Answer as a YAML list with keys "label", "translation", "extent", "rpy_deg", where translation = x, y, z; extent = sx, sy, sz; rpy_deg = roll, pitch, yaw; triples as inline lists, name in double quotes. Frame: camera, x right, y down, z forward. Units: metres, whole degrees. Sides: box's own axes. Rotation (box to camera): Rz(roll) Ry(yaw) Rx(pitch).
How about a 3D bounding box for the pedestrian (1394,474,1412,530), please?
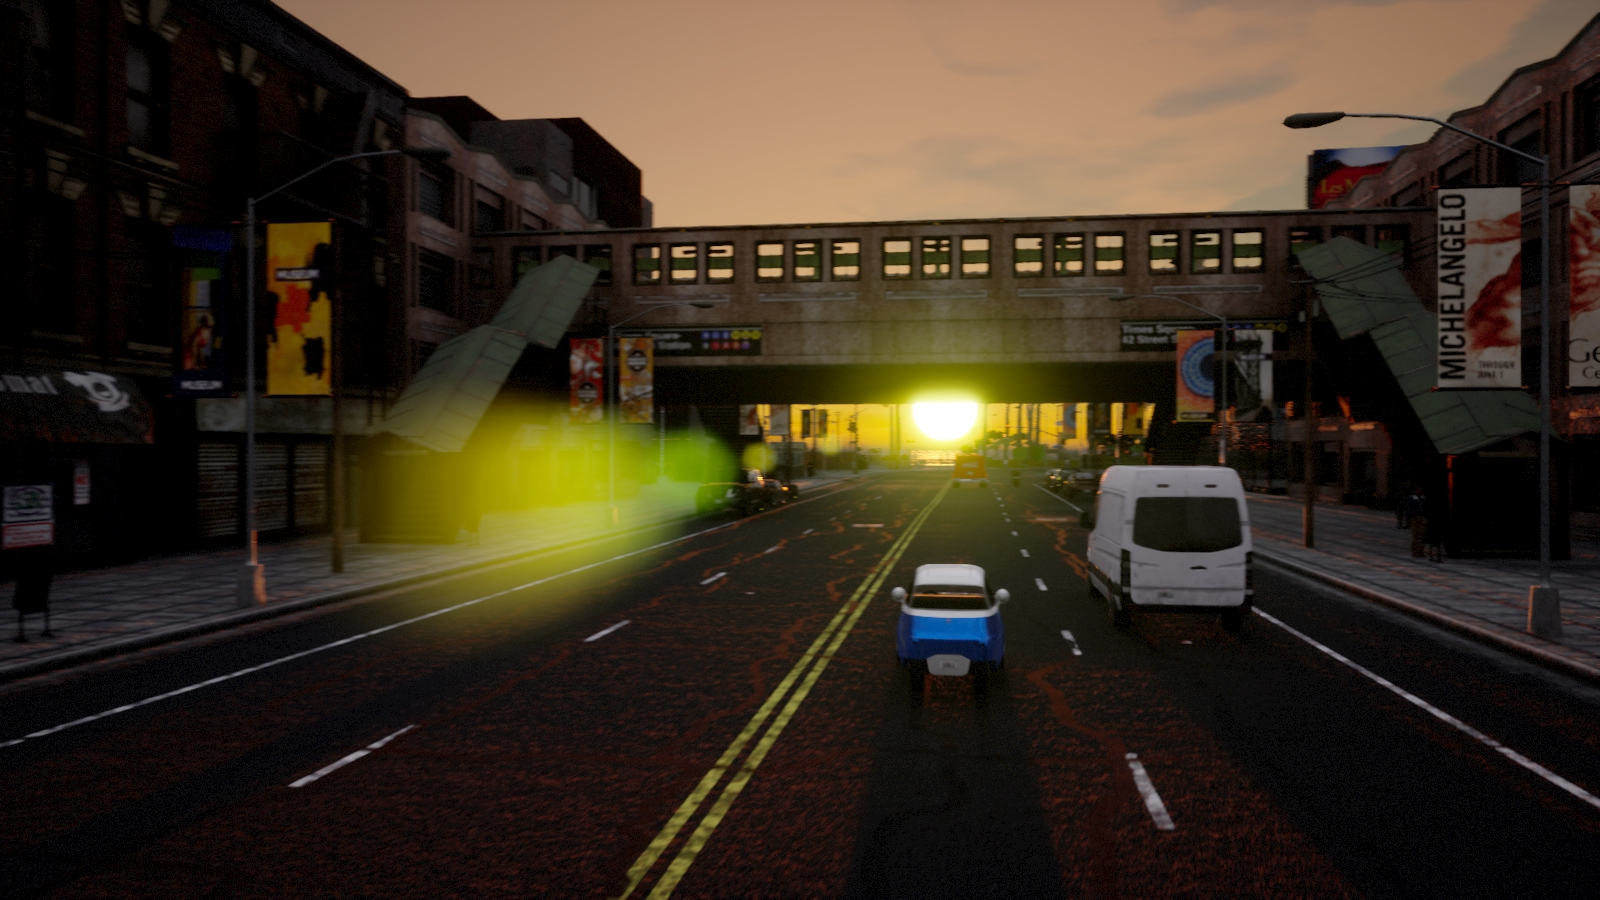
- label: "pedestrian"
  translation: [20.100, 1.720, 38.074]
  extent: [0.375, 1.860, 0.375]
  rpy_deg: [0, 0, -8]

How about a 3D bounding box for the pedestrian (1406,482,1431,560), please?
- label: "pedestrian"
  translation: [15.008, 1.714, 27.722]
  extent: [0.375, 1.860, 0.375]
  rpy_deg: [0, 0, -4]

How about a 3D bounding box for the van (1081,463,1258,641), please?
- label: "van"
  translation: [6.209, 1.541, 19.925]
  extent: [1.988, 2.561, 5.915]
  rpy_deg: [0, 0, 9]

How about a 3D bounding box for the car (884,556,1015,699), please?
- label: "car"
  translation: [1.851, 2.122, 14.122]
  extent: [1.481, 1.376, 2.207]
  rpy_deg: [0, 0, 8]
